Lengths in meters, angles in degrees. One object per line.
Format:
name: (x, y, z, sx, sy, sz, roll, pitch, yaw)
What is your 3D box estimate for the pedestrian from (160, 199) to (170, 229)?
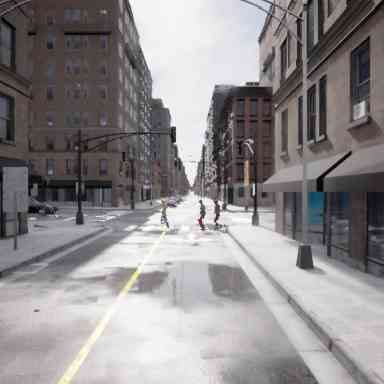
pedestrian: (-1.629, 1.283, 20.079, 0.375, 1.860, 0.375, 0, 0, 0)

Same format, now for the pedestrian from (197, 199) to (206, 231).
pedestrian: (0.549, 1.288, 18.883, 0.375, 1.860, 0.375, 0, 0, 0)

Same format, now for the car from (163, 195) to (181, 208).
car: (-3.184, 1.524, 48.997, 2.033, 1.411, 5.357, 0, 0, 0)

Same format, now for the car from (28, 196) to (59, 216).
car: (-14.035, 1.146, 29.022, 4.553, 1.767, 2.097, 1, 0, -1)

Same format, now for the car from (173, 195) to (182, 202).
car: (-3.081, 1.458, 72.693, 1.837, 1.490, 4.892, 0, 0, 0)

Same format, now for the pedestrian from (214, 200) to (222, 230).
pedestrian: (1.465, 1.288, 19.487, 0.375, 1.860, 0.375, 0, 0, 0)

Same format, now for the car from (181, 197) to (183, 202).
car: (-3.166, 1.532, 59.034, 1.994, 1.385, 4.181, 0, 0, 0)
